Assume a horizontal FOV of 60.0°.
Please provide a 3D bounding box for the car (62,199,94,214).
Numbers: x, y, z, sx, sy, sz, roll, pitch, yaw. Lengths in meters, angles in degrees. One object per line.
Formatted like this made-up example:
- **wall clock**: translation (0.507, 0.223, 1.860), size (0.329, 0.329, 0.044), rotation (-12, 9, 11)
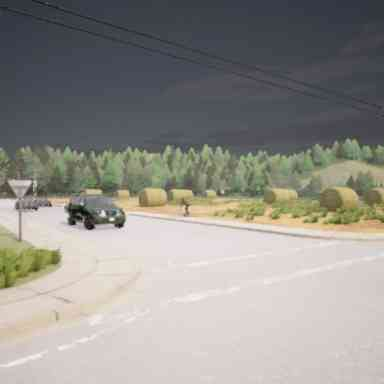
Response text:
- **car**: translation (-12.200, 1.524, 35.471), size (1.994, 1.385, 4.181), rotation (0, 0, -36)

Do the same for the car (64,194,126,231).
- **car**: translation (-6.161, 1.186, 21.032), size (2.150, 2.045, 5.566), rotation (0, 0, -36)

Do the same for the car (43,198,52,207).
- **car**: translation (-22.119, 1.511, 48.948), size (1.994, 1.385, 4.181), rotation (0, 0, -36)

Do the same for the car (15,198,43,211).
- **car**: translation (-19.765, 1.512, 39.635), size (2.033, 1.411, 5.357), rotation (0, 0, -36)

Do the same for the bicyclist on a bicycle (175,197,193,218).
- **bicyclist on a bicycle**: translation (-0.616, 1.256, 26.120), size (1.656, 1.620, 0.582), rotation (0, 0, -36)
